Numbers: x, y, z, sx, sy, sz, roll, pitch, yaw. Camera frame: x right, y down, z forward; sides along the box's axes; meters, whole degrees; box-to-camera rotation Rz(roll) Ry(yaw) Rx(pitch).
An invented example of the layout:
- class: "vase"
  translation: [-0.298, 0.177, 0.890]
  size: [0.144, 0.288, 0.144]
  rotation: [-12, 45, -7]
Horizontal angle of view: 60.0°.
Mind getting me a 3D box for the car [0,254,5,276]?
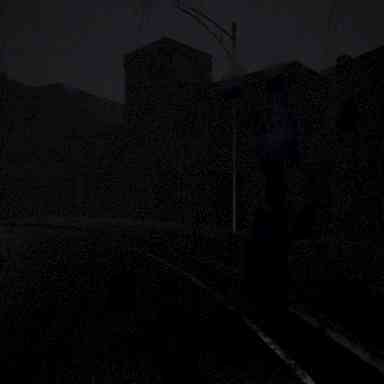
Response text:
- class: "car"
  translation: [-4.549, 1.665, 5.419]
  size: [1.895, 1.301, 4.718]
  rotation: [-1, 0, -19]
